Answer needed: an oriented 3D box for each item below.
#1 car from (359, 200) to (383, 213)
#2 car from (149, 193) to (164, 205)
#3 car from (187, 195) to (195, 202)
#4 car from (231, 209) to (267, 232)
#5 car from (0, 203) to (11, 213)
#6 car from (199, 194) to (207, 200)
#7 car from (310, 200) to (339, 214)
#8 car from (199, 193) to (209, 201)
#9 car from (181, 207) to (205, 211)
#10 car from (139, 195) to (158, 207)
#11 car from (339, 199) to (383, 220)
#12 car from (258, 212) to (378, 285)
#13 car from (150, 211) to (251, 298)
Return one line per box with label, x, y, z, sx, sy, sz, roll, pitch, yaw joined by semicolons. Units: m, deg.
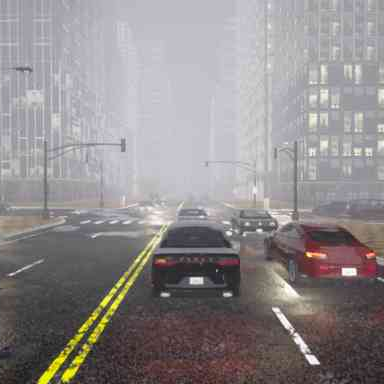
car;21.690;1.642;37.497;4.829;1.417;1.752;1;0;1
car;-6.768;1.173;59.694;2.150;2.045;5.566;0;0;0
car;-0.239;1.431;74.639;1.837;1.490;4.892;0;0;0
car;3.291;1.590;18.451;1.895;1.301;4.718;0;0;0
car;-20.084;1.363;32.262;4.674;1.442;1.812;1;1;1
car;2.961;1.264;90.358;2.128;1.511;4.902;0;0;0
car;14.909;1.624;35.036;4.674;1.442;1.812;1;1;2
car;2.994;1.140;79.970;2.150;2.045;5.566;0;0;0
car;0.039;1.537;18.388;2.033;1.411;5.357;0;0;0
car;-6.753;1.526;50.662;1.994;1.385;4.181;0;0;0
car;16.107;1.518;29.193;5.009;1.841;2.192;1;0;1
car;3.321;1.521;9.332;1.812;1.442;4.674;0;0;0
car;0.068;1.473;8.567;1.882;1.535;5.008;0;0;0
